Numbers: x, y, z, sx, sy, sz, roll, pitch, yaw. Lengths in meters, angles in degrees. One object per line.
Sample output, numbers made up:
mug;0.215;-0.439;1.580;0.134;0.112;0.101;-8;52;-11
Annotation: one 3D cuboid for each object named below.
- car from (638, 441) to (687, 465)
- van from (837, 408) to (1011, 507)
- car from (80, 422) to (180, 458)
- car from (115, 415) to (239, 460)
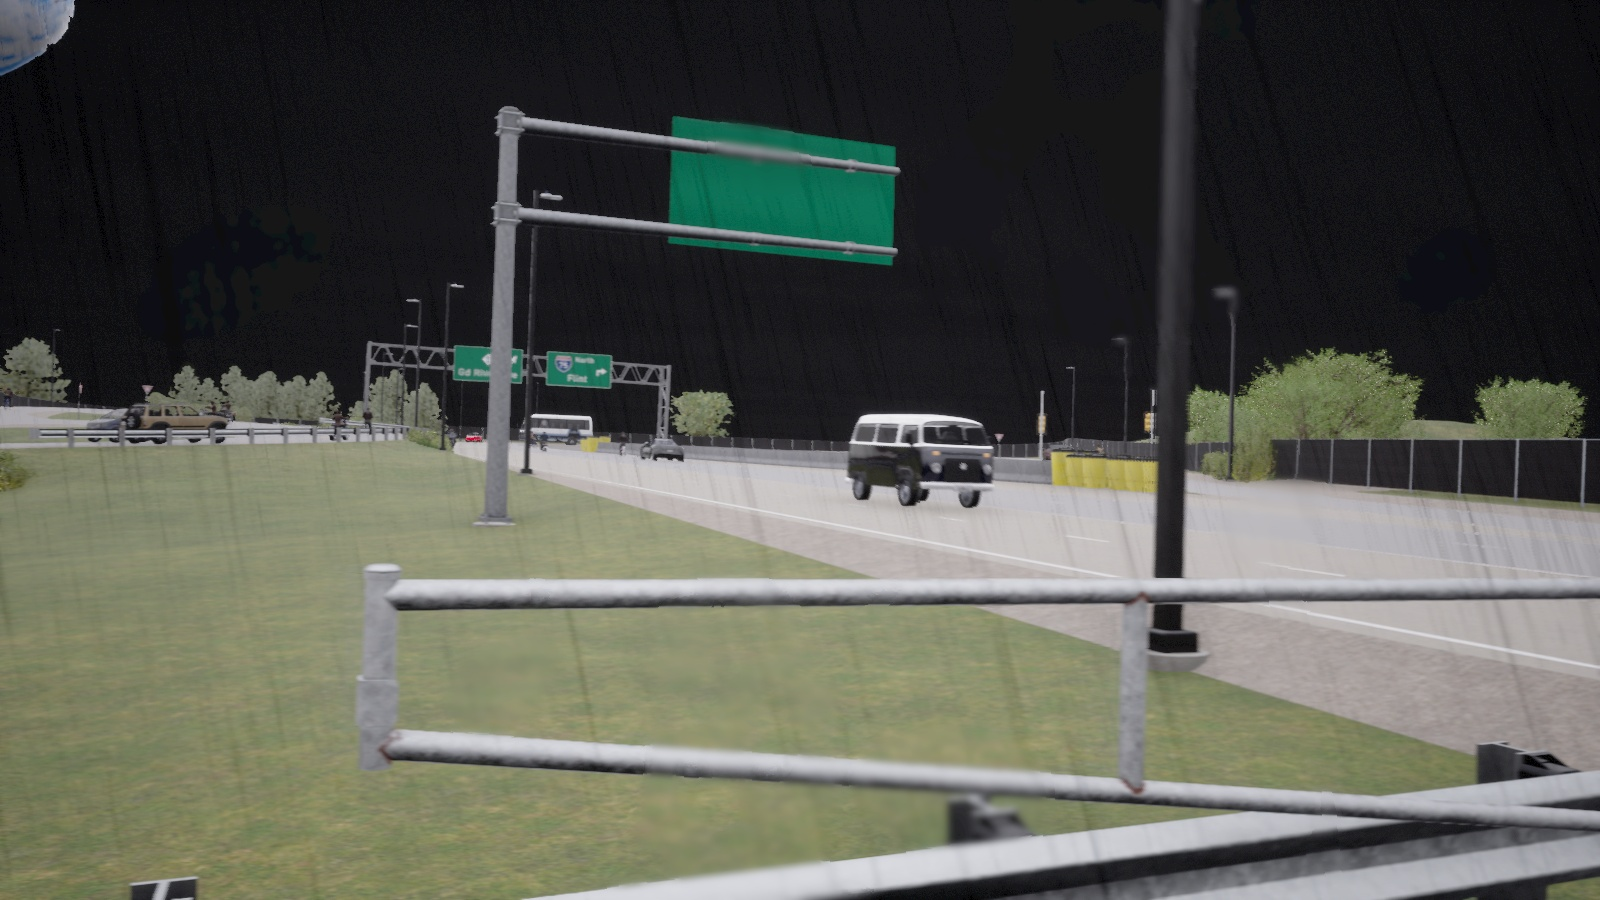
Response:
car;-8.424;0.166;76.682;1.994;1.385;4.181;1;0;-21
van;2.655;0.148;28.158;2.069;2.038;4.480;1;0;-21
car;-30.785;-0.463;57.782;1.789;1.549;3.705;0;2;25
car;-27.474;-0.602;55.516;1.932;1.855;4.605;0;2;28
